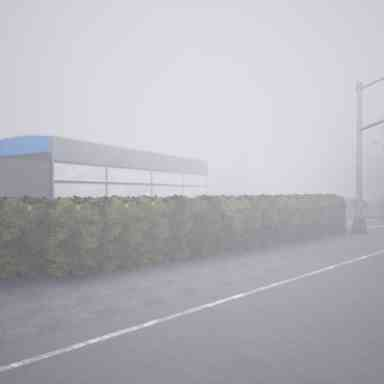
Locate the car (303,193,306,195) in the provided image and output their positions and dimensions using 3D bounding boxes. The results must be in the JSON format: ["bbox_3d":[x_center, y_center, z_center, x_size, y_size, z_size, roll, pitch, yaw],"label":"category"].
[{"bbox_3d":[24.932,1.075,72.649,3.866,1.878,1.905,0,0,-41],"label":"car"}]

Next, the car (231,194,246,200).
[{"bbox_3d":[12.221,1.230,87.059,3.806,1.475,1.970,0,0,-41],"label":"car"}]

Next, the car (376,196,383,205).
[{"bbox_3d":[31.502,1.382,53.928,3.806,1.475,1.970,0,0,-41],"label":"car"}]

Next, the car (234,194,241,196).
[{"bbox_3d":[8.906,1.296,63.555,4.514,1.523,2.007,0,0,-41],"label":"car"}]

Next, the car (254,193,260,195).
[{"bbox_3d":[16.631,1.151,82.385,5.027,1.636,2.152,0,0,-41],"label":"car"}]

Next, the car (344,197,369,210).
[{"bbox_3d":[19.277,1.338,39.577,4.514,1.523,2.007,0,0,-41],"label":"car"}]

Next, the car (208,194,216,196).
[{"bbox_3d":[4.481,1.296,85.273,4.514,1.523,2.007,0,0,-41],"label":"car"}]
